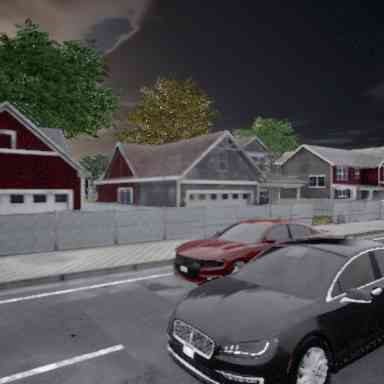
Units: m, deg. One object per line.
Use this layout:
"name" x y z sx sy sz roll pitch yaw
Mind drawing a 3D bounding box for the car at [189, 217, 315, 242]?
"car" 1.851 1.472 8.993 5.008 1.535 1.882 0 0 -35

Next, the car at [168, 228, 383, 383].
"car" 1.940 1.501 5.067 4.892 1.490 1.837 0 0 -35
